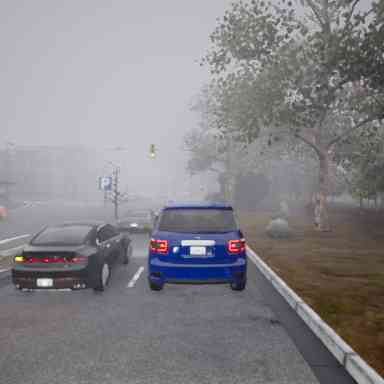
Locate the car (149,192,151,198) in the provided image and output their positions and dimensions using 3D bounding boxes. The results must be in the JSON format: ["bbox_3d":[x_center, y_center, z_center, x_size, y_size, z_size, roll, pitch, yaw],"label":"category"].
[{"bbox_3d":[-12.531,1.357,77.851,4.674,1.452,2.002,-1,0,-13],"label":"car"}]

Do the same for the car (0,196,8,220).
[{"bbox_3d":[-16.592,1.403,25.100,4.553,1.767,2.185,-1,0,-19],"label":"car"}]

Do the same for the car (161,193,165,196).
[{"bbox_3d":[-10.876,1.062,89.839,5.566,2.045,2.435,-1,0,-12],"label":"car"}]

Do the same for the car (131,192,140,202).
[{"bbox_3d":[-13.707,1.314,65.895,5.366,1.575,1.946,-1,0,-15],"label":"car"}]

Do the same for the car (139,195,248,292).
[{"bbox_3d":[0.124,1.232,9.134,2.150,2.045,5.566,0,0,0],"label":"car"}]

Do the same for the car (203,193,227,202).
[{"bbox_3d":[4.763,1.140,68.441,4.553,1.767,2.185,1,0,-14],"label":"car"}]

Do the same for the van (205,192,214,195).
[{"bbox_3d":[4.375,1.041,65.472,4.442,1.987,1.878,1,0,-14],"label":"van"}]

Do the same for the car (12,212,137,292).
[{"bbox_3d":[-2.878,1.516,8.935,1.837,1.490,4.892,0,0,0],"label":"car"}]

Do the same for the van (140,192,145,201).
[{"bbox_3d":[-13.140,1.091,71.886,4.442,1.987,1.878,-1,0,-14],"label":"van"}]

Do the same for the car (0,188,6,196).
[{"bbox_3d":[-31.089,0.136,53.795,2.002,1.452,4.674,6,-3,-19],"label":"car"}]

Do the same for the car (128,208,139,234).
[{"bbox_3d":[-2.809,1.589,18.331,1.994,1.385,4.181,0,0,1],"label":"car"}]

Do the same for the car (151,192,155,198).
[{"bbox_3d":[-12.155,1.357,80.852,4.674,1.452,2.002,-1,0,-13],"label":"car"}]

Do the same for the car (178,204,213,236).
[{"bbox_3d":[0.207,1.533,19.793,1.837,1.490,4.892,0,0,1],"label":"car"}]

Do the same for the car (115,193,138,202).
[{"bbox_3d":[-13.609,1.194,68.846,4.553,1.767,2.185,-1,0,-14],"label":"car"}]

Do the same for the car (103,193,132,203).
[{"bbox_3d":[-14.356,1.357,62.903,4.792,1.488,2.163,-1,0,-15],"label":"car"}]

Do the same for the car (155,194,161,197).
[{"bbox_3d":[-11.331,1.355,86.833,4.674,1.452,2.002,-1,0,-12],"label":"car"}]

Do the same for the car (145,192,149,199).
[{"bbox_3d":[-12.908,1.320,74.857,4.892,1.521,2.231,-1,0,-14],"label":"car"}]

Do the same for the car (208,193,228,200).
[{"bbox_3d":[6.574,1.127,83.138,4.553,1.767,2.185,1,0,-12],"label":"car"}]
